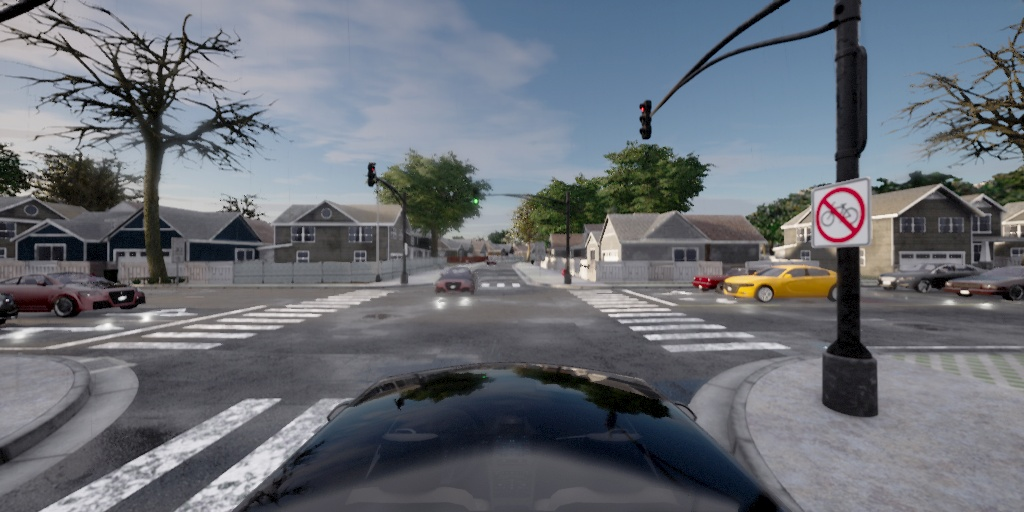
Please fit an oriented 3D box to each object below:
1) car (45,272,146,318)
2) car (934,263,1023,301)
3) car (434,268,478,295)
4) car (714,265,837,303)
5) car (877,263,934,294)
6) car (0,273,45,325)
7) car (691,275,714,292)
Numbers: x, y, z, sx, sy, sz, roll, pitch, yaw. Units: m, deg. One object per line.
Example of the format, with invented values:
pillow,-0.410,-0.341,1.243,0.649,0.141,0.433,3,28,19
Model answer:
car,-15.101,1.240,12.064,4.181,1.385,1.994,0,0,0
car,22.329,1.161,15.607,5.357,1.411,2.033,0,0,-1
car,-2.946,1.330,19.643,1.994,1.385,4.181,0,0,-2
car,11.922,1.147,15.584,5.008,1.535,1.882,0,0,-1
car,22.168,1.126,18.853,4.902,1.511,2.128,0,0,0
car,-15.400,1.148,8.812,4.902,1.511,2.128,0,0,0
car,12.088,1.289,18.831,4.718,1.301,1.895,0,0,0
